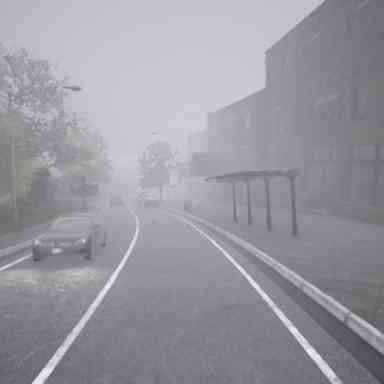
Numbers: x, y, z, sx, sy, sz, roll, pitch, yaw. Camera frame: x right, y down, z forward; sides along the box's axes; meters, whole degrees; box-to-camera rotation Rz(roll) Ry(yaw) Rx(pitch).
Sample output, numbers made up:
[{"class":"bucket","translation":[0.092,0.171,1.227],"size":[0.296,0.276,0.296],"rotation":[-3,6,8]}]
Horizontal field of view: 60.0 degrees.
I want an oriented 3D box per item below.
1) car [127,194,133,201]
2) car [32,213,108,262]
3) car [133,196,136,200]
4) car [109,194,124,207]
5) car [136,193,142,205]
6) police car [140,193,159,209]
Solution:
[{"class":"car","translation":[-14.196,1.572,80.096],"size":[1.895,1.301,4.718],"rotation":[-1,0,-12]},{"class":"car","translation":[-4.345,1.546,12.482],"size":[1.812,1.442,4.674],"rotation":[-1,0,-5]},{"class":"car","translation":[-9.220,1.230,61.914],"size":[2.150,2.045,5.566],"rotation":[-1,0,-12]},{"class":"car","translation":[-12.086,1.320,53.469],"size":[2.150,2.045,5.566],"rotation":[-1,0,-12]},{"class":"car","translation":[-7.917,1.472,56.004],"size":[1.882,1.535,5.008],"rotation":[-1,0,-12]},{"class":"police car","translation":[-5.788,1.400,46.296],"size":[1.930,1.638,5.238],"rotation":[-1,0,-12]}]
